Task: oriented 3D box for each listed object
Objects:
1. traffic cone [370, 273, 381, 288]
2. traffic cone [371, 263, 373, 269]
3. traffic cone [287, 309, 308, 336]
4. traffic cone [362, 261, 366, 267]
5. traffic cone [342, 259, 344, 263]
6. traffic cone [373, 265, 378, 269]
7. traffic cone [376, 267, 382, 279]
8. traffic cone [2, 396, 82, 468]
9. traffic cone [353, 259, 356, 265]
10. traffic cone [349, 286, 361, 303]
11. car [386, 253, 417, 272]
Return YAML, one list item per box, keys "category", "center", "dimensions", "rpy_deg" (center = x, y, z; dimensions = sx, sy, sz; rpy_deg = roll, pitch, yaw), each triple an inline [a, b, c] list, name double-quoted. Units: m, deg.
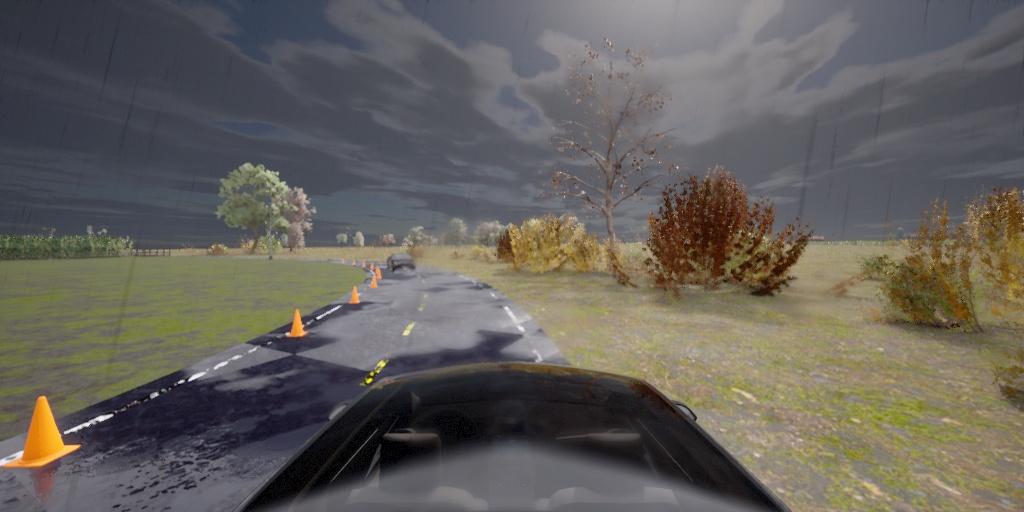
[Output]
- category: "traffic cone"
  center: [-6.813, 1.249, 17.726]
  dimensions: [0.340, 0.580, 0.340]
  rpy_deg: [0, 0, -15]
- category: "traffic cone"
  center: [-12.140, 0.862, 31.127]
  dimensions: [0.340, 0.580, 0.340]
  rpy_deg: [0, 0, -28]
- category: "traffic cone"
  center: [-4.952, 1.521, 8.283]
  dimensions: [0.340, 0.580, 0.340]
  rpy_deg: [0, 0, -7]
- category: "traffic cone"
  center: [-14.555, 0.746, 35.294]
  dimensions: [0.340, 0.580, 0.340]
  rpy_deg: [0, 0, -32]
- category: "traffic cone"
  center: [-20.268, 0.539, 43.042]
  dimensions: [0.340, 0.580, 0.340]
  rpy_deg: [0, 0, -41]
- category: "traffic cone"
  center: [-10.037, 0.985, 26.794]
  dimensions: [0.340, 0.580, 0.340]
  rpy_deg: [0, 0, -24]
- category: "traffic cone"
  center: [-8.258, 1.115, 22.319]
  dimensions: [0.340, 0.580, 0.340]
  rpy_deg: [0, 0, -20]
- category: "traffic cone"
  center: [-4.547, 1.658, 3.484]
  dimensions: [0.340, 0.580, 0.340]
  rpy_deg: [0, 0, -3]
- category: "traffic cone"
  center: [-17.270, 0.639, 39.272]
  dimensions: [0.340, 0.580, 0.340]
  rpy_deg: [0, 0, -36]
- category: "traffic cone"
  center: [-5.709, 1.385, 13.038]
  dimensions: [0.340, 0.580, 0.340]
  rpy_deg: [0, 0, -11]
- category: "car"
  center: [-9.348, 0.495, 30.062]
  dimensions: [2.033, 1.411, 5.357]
  rpy_deg: [0, 2, -26]
